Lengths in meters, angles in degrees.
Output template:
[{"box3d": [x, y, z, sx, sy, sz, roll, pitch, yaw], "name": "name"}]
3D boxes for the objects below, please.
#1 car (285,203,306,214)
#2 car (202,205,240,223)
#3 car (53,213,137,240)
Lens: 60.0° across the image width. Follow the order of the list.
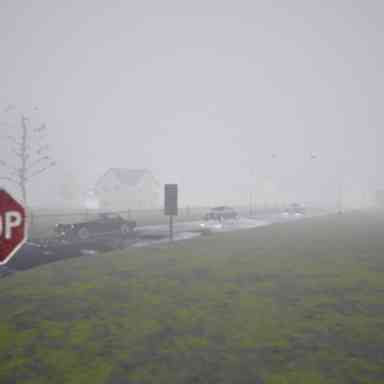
[{"box3d": [15.174, 2.331, 48.486, 1.812, 1.442, 4.674, 0, -1, 36], "name": "car"}, {"box3d": [2.845, 2.027, 31.264, 1.837, 1.490, 4.892, 0, -1, 35], "name": "car"}, {"box3d": [-5.546, 1.924, 19.497, 1.895, 1.301, 4.718, 0, -1, 37], "name": "car"}]
